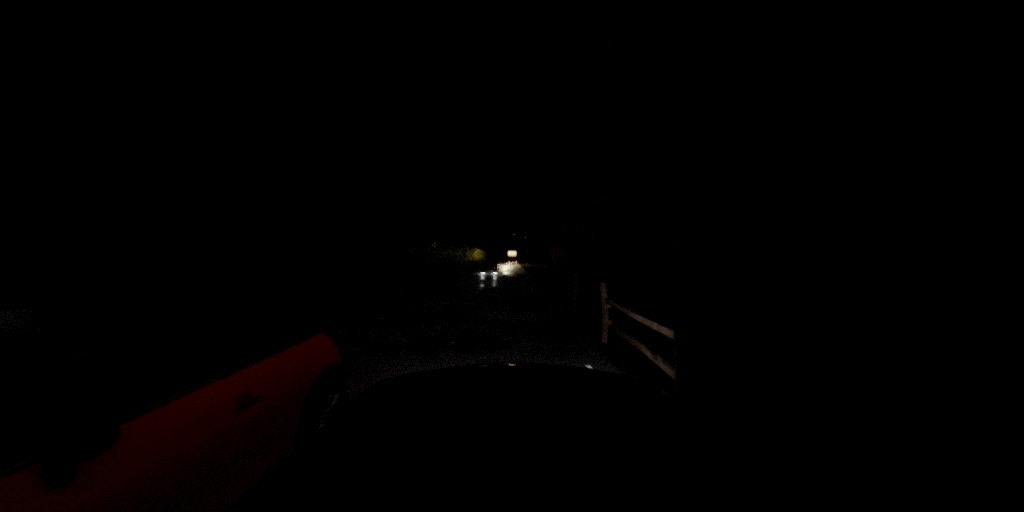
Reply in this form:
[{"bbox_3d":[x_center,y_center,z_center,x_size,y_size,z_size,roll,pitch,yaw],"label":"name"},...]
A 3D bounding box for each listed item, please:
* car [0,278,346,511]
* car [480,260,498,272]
[{"bbox_3d":[-2.848,1.101,1.976,2.097,1.767,4.553,0,0,0],"label":"car"},{"bbox_3d":[-2.836,1.212,45.456,1.837,1.490,4.892,0,-1,0],"label":"car"}]
